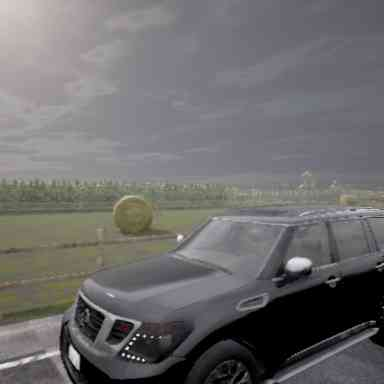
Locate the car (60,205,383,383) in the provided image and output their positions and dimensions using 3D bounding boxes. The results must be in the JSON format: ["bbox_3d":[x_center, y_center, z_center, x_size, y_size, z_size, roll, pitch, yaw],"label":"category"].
[{"bbox_3d":[1.132,1.242,4.786,5.566,2.045,2.150,0,0,-35],"label":"car"}]
